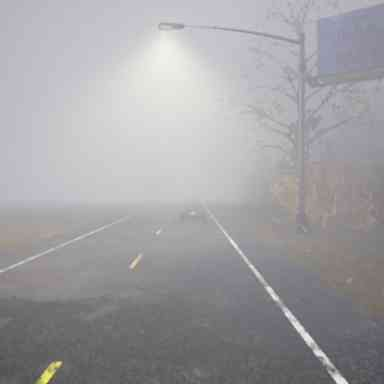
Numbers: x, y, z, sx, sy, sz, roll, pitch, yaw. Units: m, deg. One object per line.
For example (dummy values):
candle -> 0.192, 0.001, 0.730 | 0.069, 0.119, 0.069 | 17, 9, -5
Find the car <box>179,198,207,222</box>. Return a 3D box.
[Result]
car -> 0.077, 1.406, 24.849 | 1.994, 1.385, 4.181 | 0, 0, 0
